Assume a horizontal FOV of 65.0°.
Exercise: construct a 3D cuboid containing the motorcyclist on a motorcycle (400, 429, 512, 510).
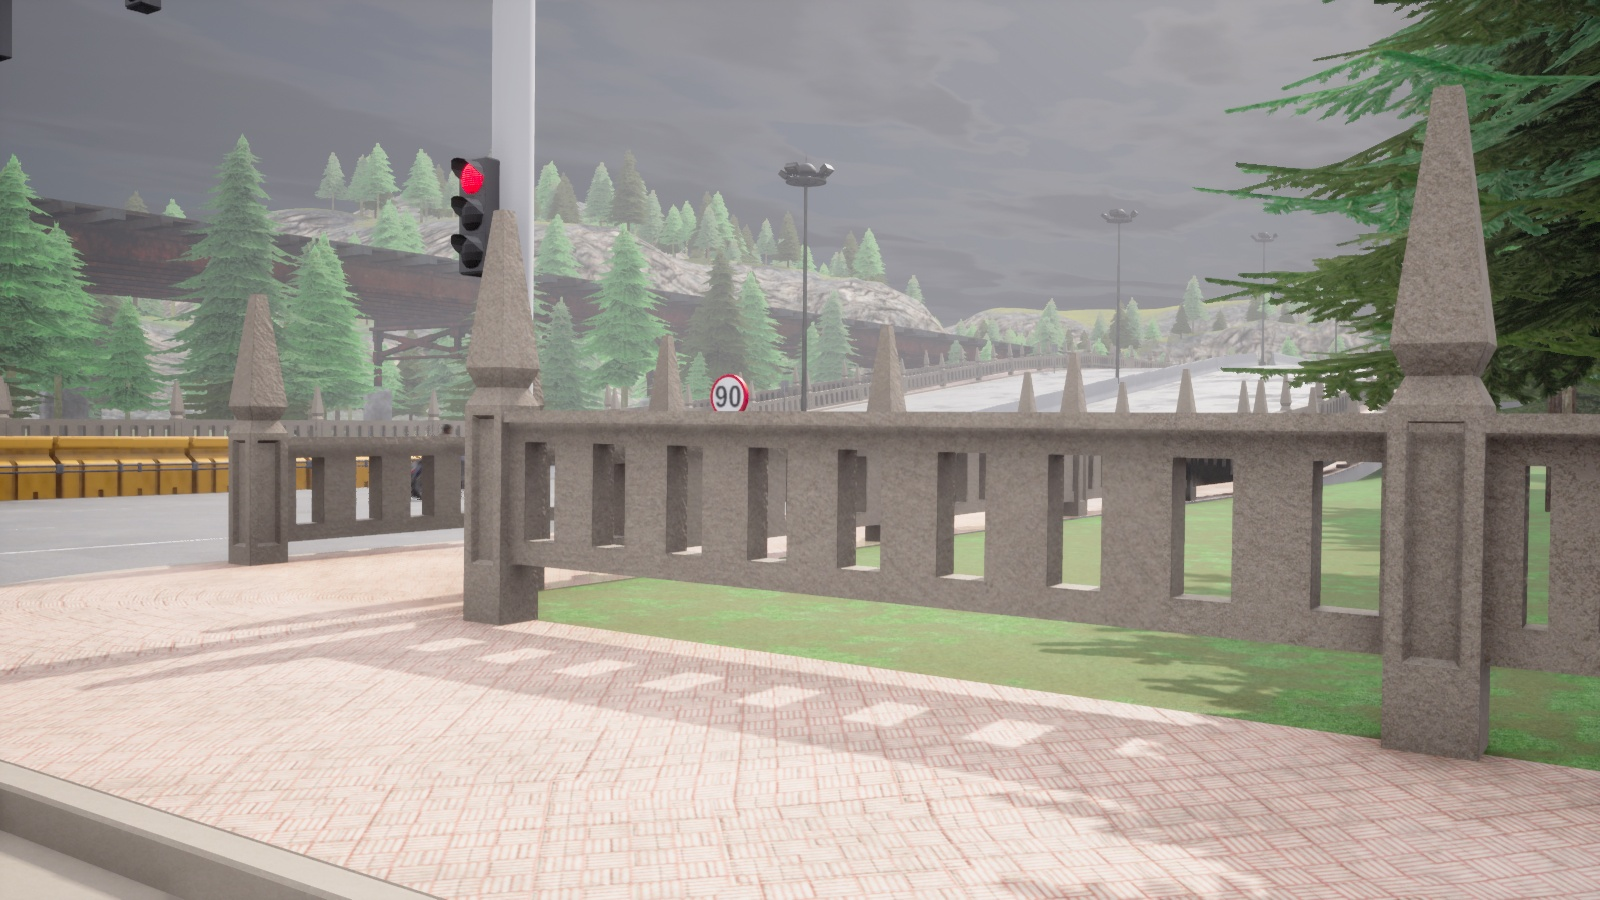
[{"bbox_3d":[-7.291,0.383,26.743,0.766,1.649,2.350,0,1,34],"label":"motorcyclist on a motorcycle"}]
